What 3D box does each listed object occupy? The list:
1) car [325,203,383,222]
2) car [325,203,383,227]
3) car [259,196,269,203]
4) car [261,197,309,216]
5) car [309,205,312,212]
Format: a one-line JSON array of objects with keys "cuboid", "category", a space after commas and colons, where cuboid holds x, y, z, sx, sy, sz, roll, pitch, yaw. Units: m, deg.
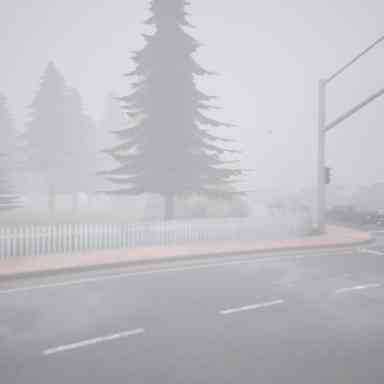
[{"cuboid": [13.533, 1.622, 27.964, 1.895, 1.301, 4.718, 0, 0, -15], "category": "car"}, {"cuboid": [11.223, 1.627, 23.127, 1.895, 1.301, 4.718, 0, 0, -15], "category": "car"}, {"cuboid": [12.720, 1.464, 58.363, 1.812, 1.442, 4.674, 0, 0, -15], "category": "car"}, {"cuboid": [8.830, 1.522, 31.977, 1.812, 1.442, 4.674, 0, 0, -15], "category": "car"}, {"cuboid": [11.225, 1.556, 36.473, 1.994, 1.385, 4.181, 0, 0, -15], "category": "car"}]
